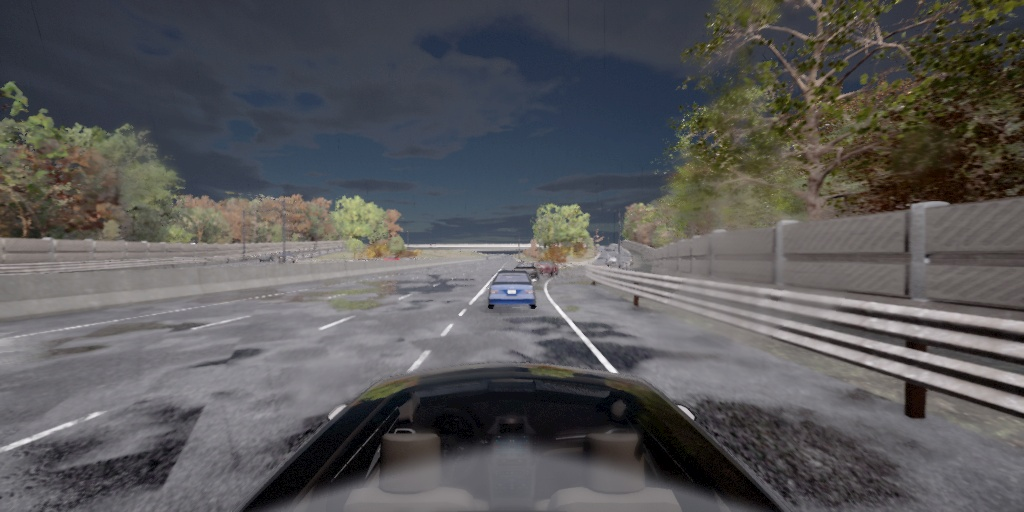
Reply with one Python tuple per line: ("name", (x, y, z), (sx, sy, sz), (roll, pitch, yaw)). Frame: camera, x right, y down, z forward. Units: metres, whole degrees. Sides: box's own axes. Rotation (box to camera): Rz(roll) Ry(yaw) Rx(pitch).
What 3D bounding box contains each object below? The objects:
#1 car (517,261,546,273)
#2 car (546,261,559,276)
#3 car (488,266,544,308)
("car", (1.317, 1.262, 29.645), (2.128, 1.511, 4.902), (0, -1, 10))
("car", (4.098, 1.355, 41.258), (2.097, 1.767, 4.553), (0, -2, 17))
("car", (0.034, 1.300, 15.075), (2.033, 1.411, 5.357), (0, 0, 1))
